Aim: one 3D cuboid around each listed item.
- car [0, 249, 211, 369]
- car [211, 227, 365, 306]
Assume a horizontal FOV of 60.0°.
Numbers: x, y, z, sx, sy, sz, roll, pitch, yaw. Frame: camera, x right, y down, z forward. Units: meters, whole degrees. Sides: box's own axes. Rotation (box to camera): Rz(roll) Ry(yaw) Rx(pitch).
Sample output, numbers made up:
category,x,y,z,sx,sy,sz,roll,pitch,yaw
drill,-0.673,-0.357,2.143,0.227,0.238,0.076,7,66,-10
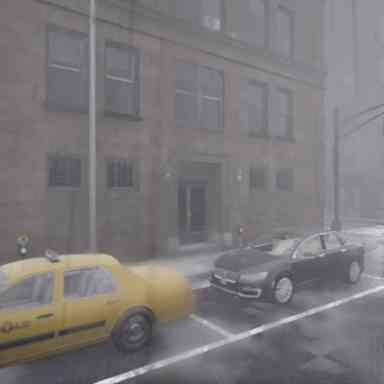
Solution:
category,x,y,z,sx,sy,sz,roll,pitch,yaw
car,-2.220,1.525,4.605,4.829,1.417,1.752,0,0,-35
car,2.412,1.550,7.908,4.403,1.369,2.008,0,0,-35
